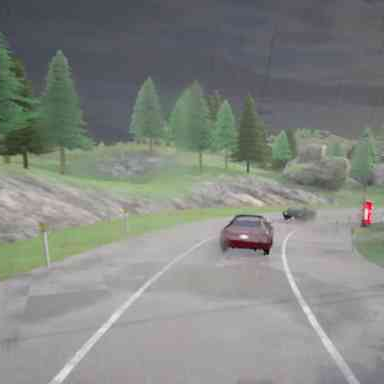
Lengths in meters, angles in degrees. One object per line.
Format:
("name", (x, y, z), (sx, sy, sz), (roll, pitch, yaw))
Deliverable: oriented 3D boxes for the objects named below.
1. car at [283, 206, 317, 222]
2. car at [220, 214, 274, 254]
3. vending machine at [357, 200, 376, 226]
("car", (9.946, 1.955, 30.395), (1.895, 1.301, 4.718), (4, 1, 34))
("car", (2.457, 1.645, 14.236), (1.994, 1.385, 4.181), (2, 0, 15))
("vending machine", (15.993, 1.910, 30.467), (1.100, 2.100, 0.880), (10, 10, 38))
